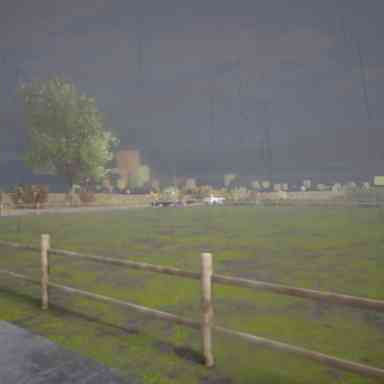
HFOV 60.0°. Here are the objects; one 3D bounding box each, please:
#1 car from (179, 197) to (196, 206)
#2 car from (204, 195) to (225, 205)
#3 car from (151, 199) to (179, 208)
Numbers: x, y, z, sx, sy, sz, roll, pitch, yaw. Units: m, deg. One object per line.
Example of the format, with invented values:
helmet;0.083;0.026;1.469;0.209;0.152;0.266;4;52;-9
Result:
car;-1.209;1.800;66.892;2.097;1.767;4.553;-1;0;39
car;4.755;1.587;69.838;2.150;2.045;5.566;-1;-1;39
car;-5.000;1.921;57.899;1.837;1.490;4.892;-1;0;40
